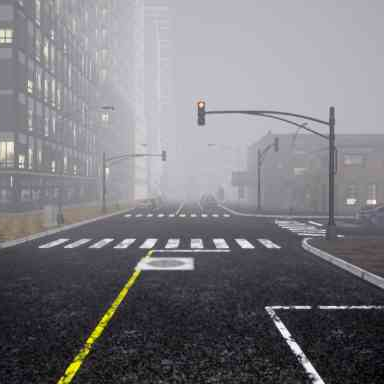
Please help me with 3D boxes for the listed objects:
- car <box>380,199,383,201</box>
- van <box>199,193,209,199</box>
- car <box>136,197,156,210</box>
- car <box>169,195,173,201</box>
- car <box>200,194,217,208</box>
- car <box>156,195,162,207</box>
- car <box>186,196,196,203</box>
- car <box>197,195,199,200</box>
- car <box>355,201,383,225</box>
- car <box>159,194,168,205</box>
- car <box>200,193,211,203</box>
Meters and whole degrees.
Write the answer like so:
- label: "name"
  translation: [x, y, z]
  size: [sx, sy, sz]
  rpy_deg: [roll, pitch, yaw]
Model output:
- label: "car"
  translation: [16.438, 1.415, 27.260]
  size: [5.009, 1.841, 2.192]
  rpy_deg: [1, 0, 1]
- label: "van"
  translation: [2.501, 1.329, 53.147]
  size: [1.690, 1.788, 3.998]
  rpy_deg: [-1, 0, 0]
- label: "car"
  translation: [-5.975, 1.515, 41.716]
  size: [1.752, 1.417, 4.829]
  rpy_deg: [-1, 0, 0]
- label: "car"
  translation: [-5.954, 1.508, 86.869]
  size: [1.752, 1.417, 4.829]
  rpy_deg: [-1, 0, 0]
- label: "car"
  translation: [2.522, 1.429, 47.503]
  size: [1.967, 1.590, 4.097]
  rpy_deg: [-1, 0, 0]
- label: "car"
  translation: [-5.823, 1.554, 47.530]
  size: [1.947, 1.339, 4.313]
  rpy_deg: [-1, 0, 0]
- label: "car"
  translation: [-0.228, 1.509, 69.674]
  size: [2.128, 1.511, 4.902]
  rpy_deg: [0, 0, 0]
- label: "car"
  translation: [2.482, 1.302, 58.791]
  size: [2.192, 1.841, 5.009]
  rpy_deg: [-1, 0, 0]
- label: "car"
  translation: [14.610, 1.649, 24.680]
  size: [4.674, 1.442, 1.812]
  rpy_deg: [1, 1, 0]
- label: "car"
  translation: [-5.861, 1.552, 58.819]
  size: [1.947, 1.339, 4.313]
  rpy_deg: [-1, 0, 0]
- label: "car"
  translation: [2.865, 1.212, 73.442]
  size: [2.150, 2.045, 5.566]
  rpy_deg: [0, 0, 0]
